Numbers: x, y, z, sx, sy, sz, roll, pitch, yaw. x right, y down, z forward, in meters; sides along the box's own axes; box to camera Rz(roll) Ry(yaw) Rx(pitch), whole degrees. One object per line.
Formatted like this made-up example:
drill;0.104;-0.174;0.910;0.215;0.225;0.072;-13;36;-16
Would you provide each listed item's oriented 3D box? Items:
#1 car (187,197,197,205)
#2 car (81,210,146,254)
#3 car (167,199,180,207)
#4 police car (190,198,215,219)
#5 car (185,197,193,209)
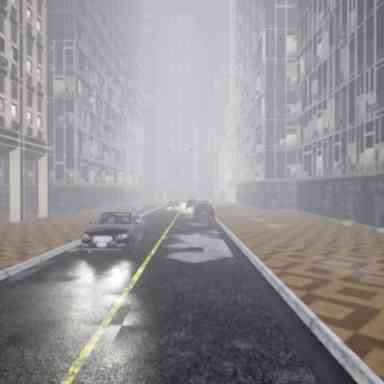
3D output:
car;-0.008;1.818;66.112;1.882;1.535;5.008;0;0;0
car;-3.102;1.553;13.882;2.128;1.511;4.902;0;0;0
car;-3.063;1.839;55.415;1.994;1.385;4.181;0;0;0
police car;1.046;1.567;30.435;1.930;1.638;5.238;0;0;0
car;0.001;1.748;49.294;1.837;1.490;4.892;0;0;0
